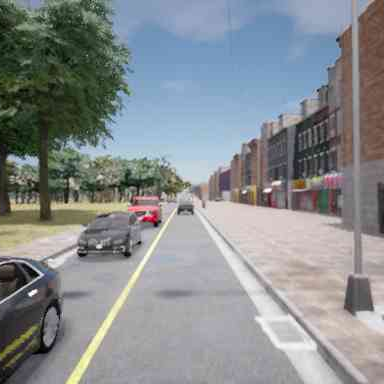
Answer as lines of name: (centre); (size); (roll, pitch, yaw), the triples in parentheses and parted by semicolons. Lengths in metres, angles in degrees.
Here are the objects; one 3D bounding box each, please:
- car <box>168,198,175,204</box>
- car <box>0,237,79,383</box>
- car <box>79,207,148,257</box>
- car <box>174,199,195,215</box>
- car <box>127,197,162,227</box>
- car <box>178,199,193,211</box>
car: (-4.449, 2.011, 75.794); (1.994, 1.385, 4.181); (0, -1, -1)
car: (-2.891, 1.533, 3.362); (1.837, 1.490, 4.892); (0, 0, -1)
car: (-3.118, 1.579, 13.415); (1.837, 1.490, 4.892); (0, 0, -1)
car: (-0.723, 1.752, 37.641); (1.837, 1.490, 4.892); (0, -1, -1)
car: (-3.355, 1.366, 24.127); (2.150, 2.045, 5.566); (0, 0, -1)
car: (-0.964, 1.860, 48.189); (2.128, 1.511, 4.902); (0, -1, -1)
